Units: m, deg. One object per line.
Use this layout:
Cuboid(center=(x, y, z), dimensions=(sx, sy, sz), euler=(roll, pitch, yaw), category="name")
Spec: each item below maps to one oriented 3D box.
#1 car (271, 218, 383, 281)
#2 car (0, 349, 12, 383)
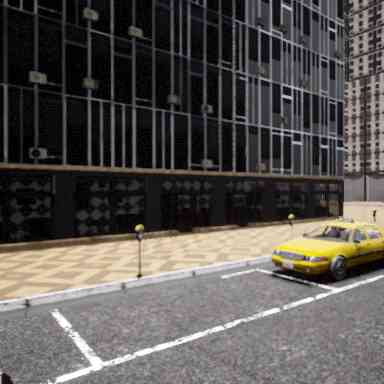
Cuboid(center=(4.341, 1.468, 9.669), dimensions=(4.829, 1.417, 1.752), euler=(0, 0, -36), category="car")
Cuboid(center=(-3.281, 1.504, 1.035), dimensions=(4.902, 1.511, 2.128), euler=(0, 0, -36), category="car")
